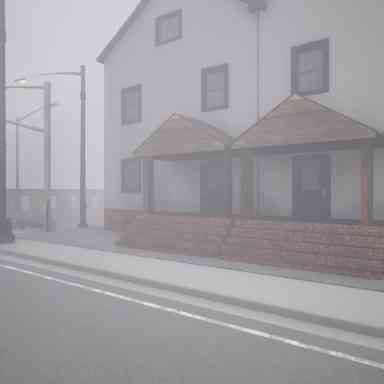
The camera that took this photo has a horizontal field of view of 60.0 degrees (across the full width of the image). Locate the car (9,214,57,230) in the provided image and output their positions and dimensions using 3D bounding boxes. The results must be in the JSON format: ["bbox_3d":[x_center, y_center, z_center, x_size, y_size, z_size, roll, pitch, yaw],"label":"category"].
[{"bbox_3d":[-14.075,2.649,29.272,1.994,1.385,4.181,0,-9,36],"label":"car"}]

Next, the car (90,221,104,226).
[{"bbox_3d":[-8.950,3.820,36.396,2.097,1.767,4.553,0,-12,35],"label":"car"}]
